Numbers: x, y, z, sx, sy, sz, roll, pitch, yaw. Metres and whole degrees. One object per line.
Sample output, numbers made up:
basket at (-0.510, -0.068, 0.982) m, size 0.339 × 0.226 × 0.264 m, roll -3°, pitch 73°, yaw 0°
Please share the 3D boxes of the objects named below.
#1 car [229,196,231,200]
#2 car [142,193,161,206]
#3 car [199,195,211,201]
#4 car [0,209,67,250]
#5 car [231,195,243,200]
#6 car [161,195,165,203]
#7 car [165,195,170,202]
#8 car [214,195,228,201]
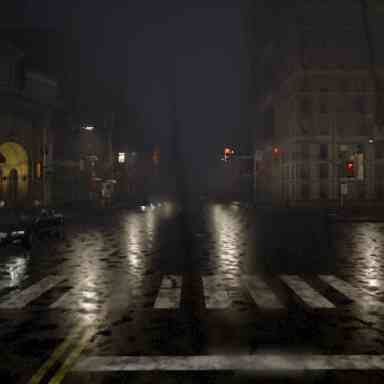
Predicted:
car at (8.235, 1.532, 94.354) m, size 1.882 × 1.535 × 5.008 m, roll 0°, pitch 0°, yaw 38°
car at (-7.075, 1.261, 56.510) m, size 2.150 × 2.045 × 5.566 m, roll 0°, pitch 0°, yaw 0°
car at (3.288, 1.583, 85.363) m, size 1.812 × 1.442 × 4.674 m, roll 0°, pitch 0°, yaw 22°
car at (-7.097, 1.502, 14.506) m, size 2.128 × 1.511 × 4.902 m, roll 0°, pitch 0°, yaw 0°
car at (12.457, 1.565, 94.135) m, size 1.837 × 1.490 × 4.892 m, roll 0°, pitch 0°, yaw 41°
car at (-7.008, 1.549, 66.199) m, size 1.837 × 1.490 × 4.892 m, roll 0°, pitch 1°, yaw 1°
car at (-6.351, 1.531, 76.645) m, size 1.882 × 1.535 × 5.008 m, roll 0°, pitch 0°, yaw 7°
car at (7.089, 1.584, 85.341) m, size 2.128 × 1.511 × 4.902 m, roll 0°, pitch 0°, yaw 25°
